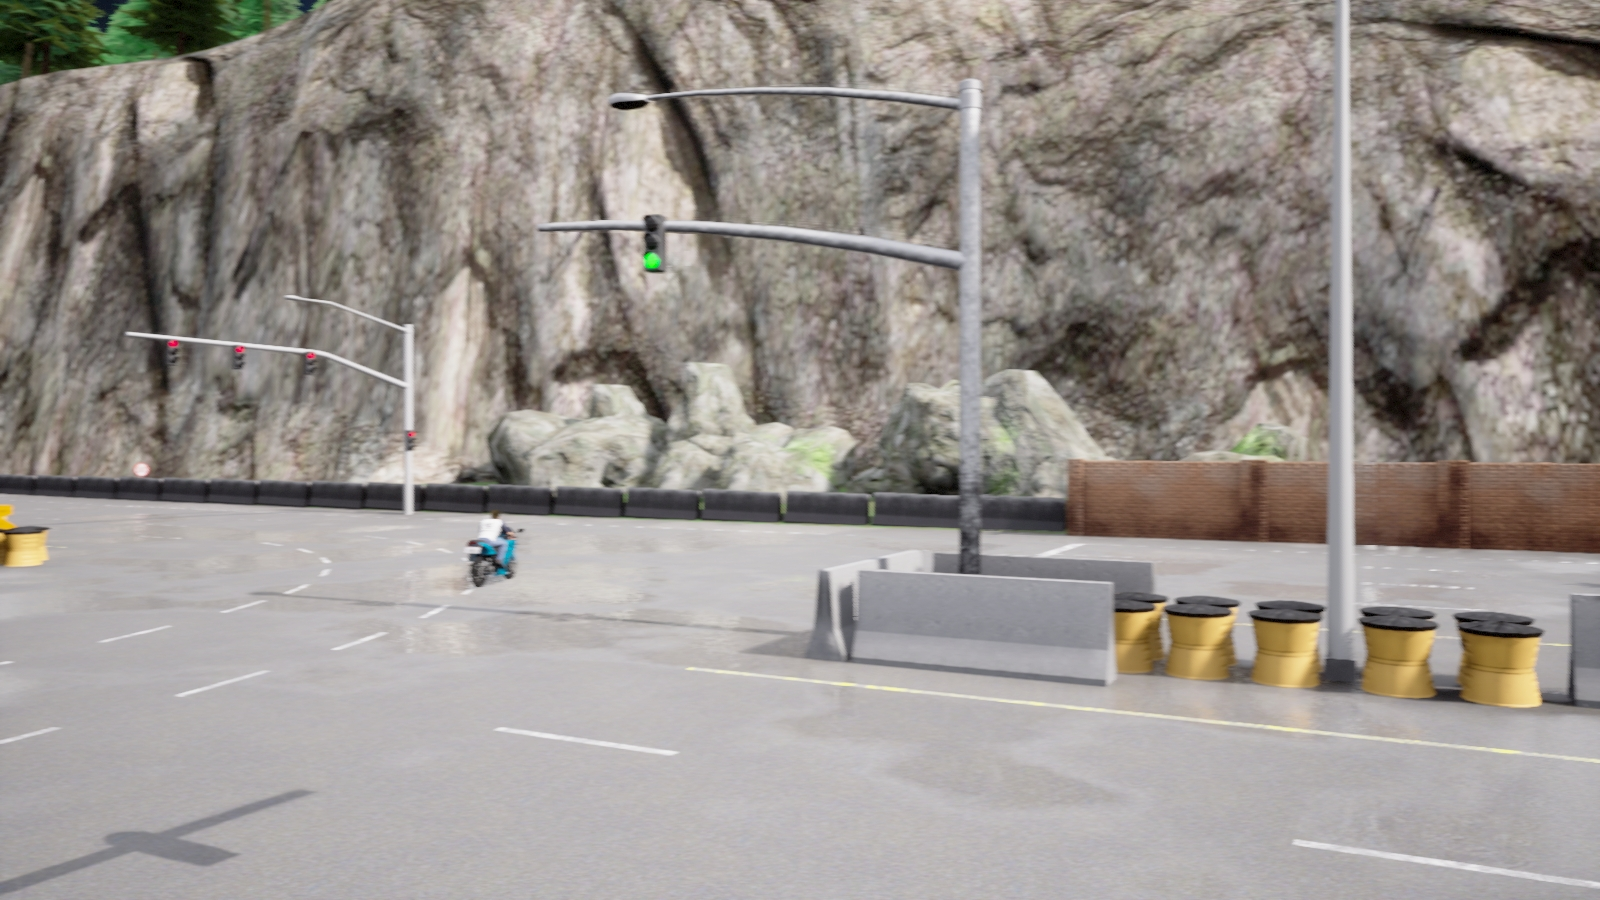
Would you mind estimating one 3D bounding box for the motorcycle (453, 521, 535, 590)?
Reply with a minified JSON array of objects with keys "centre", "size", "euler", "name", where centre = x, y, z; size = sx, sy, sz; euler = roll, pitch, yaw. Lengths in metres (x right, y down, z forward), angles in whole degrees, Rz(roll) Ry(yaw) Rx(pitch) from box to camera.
[{"centre":[-6.231,2.125,23.364],"size":[0.803,1.217,2.033],"euler":[-1,0,11],"name":"motorcycle"}]
